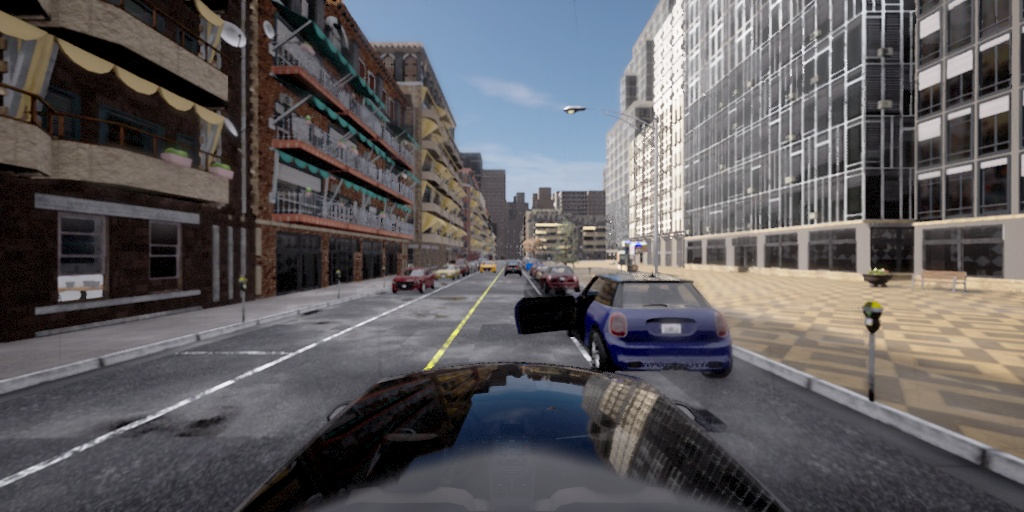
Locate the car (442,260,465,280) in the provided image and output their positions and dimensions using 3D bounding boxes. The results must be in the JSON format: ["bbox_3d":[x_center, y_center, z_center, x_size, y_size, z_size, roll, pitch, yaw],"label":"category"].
[{"bbox_3d":[-5.666,1.376,32.022,1.751,1.417,4.829,0,0,0],"label":"car"}]

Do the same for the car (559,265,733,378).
[{"bbox_3d":[2.399,1.118,7.522,2.097,1.767,4.553,0,0,0],"label":"car"}]

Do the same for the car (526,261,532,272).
[{"bbox_3d":[2.718,1.448,37.711,1.802,1.307,4.207,0,0,0],"label":"car"}]

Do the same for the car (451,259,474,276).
[{"bbox_3d":[-5.662,1.185,37.717,2.192,1.841,5.009,0,0,0],"label":"car"}]

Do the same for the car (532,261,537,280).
[{"bbox_3d":[2.712,1.353,26.829,1.751,1.417,4.829,0,0,0],"label":"car"}]

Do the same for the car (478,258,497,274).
[{"bbox_3d":[-2.975,1.375,45.363,1.882,1.535,5.008,0,-1,0],"label":"car"}]

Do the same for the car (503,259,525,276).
[{"bbox_3d":[0.118,1.375,38.653,1.837,1.490,4.892,0,0,0],"label":"car"}]

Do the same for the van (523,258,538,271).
[{"bbox_3d":[2.726,1.248,48.765,1.690,1.789,3.998,0,0,0],"label":"van"}]

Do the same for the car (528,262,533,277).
[{"bbox_3d":[2.715,1.428,32.186,1.802,1.307,4.207,0,0,0],"label":"car"}]

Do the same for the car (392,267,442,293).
[{"bbox_3d":[-5.672,1.358,21.138,1.888,1.381,4.507,0,0,0],"label":"car"}]

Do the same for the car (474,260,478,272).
[{"bbox_3d":[-5.658,1.441,43.244,2.007,1.370,4.403,0,0,0],"label":"car"}]

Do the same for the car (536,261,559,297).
[{"bbox_3d":[2.708,1.248,21.132,1.967,1.591,4.097,0,0,0],"label":"car"}]
